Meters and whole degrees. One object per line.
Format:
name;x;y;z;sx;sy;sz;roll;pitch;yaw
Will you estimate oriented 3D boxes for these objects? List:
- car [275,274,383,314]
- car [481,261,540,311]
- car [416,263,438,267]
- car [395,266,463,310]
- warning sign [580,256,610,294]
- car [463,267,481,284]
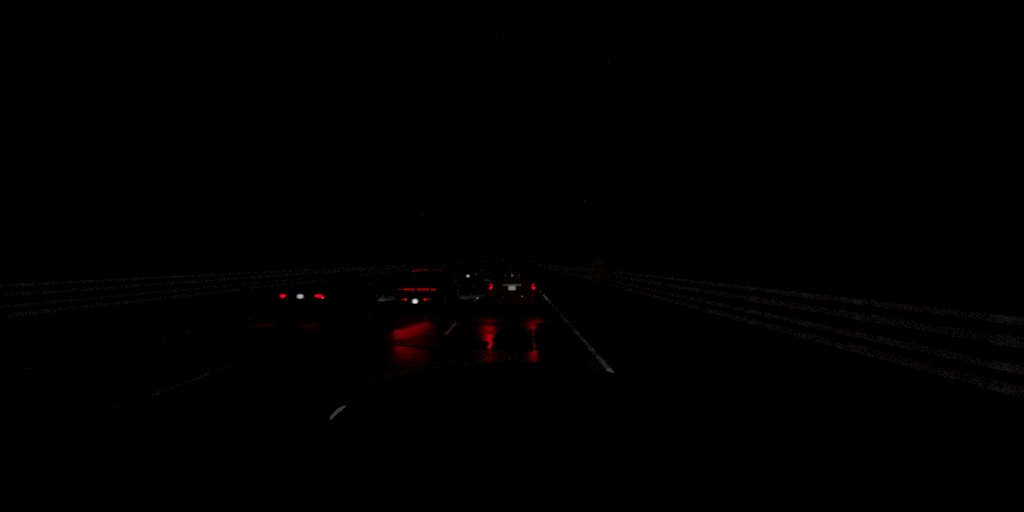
car;-6.989;1.412;14.362;2.033;1.411;5.357;0;0;0
car;0.021;1.223;15.254;2.097;1.767;4.553;0;-1;0
car;-6.981;1.358;30.261;2.097;1.767;4.553;0;-1;0
car;-3.479;1.380;15.358;1.837;1.490;4.892;0;0;0
warning sign;4.548;1.022;19.200;1.300;1.860;1.060;0;0;0
car;-3.480;1.572;30.357;1.994;1.385;4.181;0;0;0
